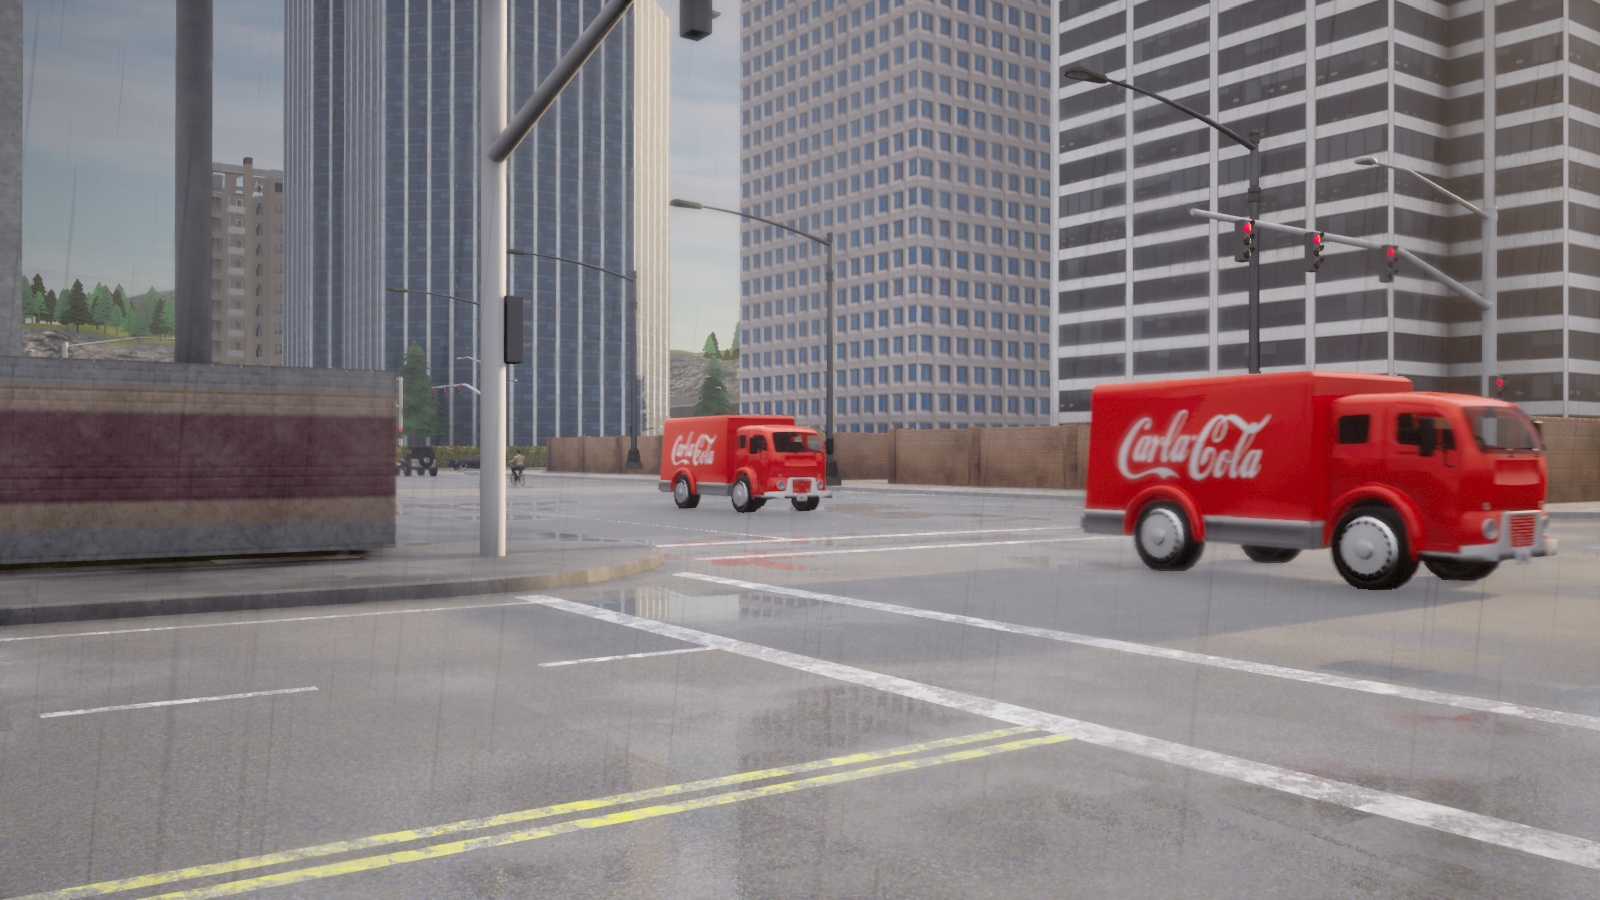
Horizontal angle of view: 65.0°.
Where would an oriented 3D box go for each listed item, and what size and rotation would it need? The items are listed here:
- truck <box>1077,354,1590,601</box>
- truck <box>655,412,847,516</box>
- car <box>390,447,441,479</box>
[{"bbox_3d":[6.284,0.283,15.460,2.627,2.467,5.204,0,0,-35],"label":"truck"},{"bbox_3d":[-1.381,0.341,32.768,2.627,2.467,5.204,0,0,-35],"label":"truck"},{"bbox_3d":[-23.771,0.781,77.625,1.905,1.878,3.866,0,0,-35],"label":"car"}]
